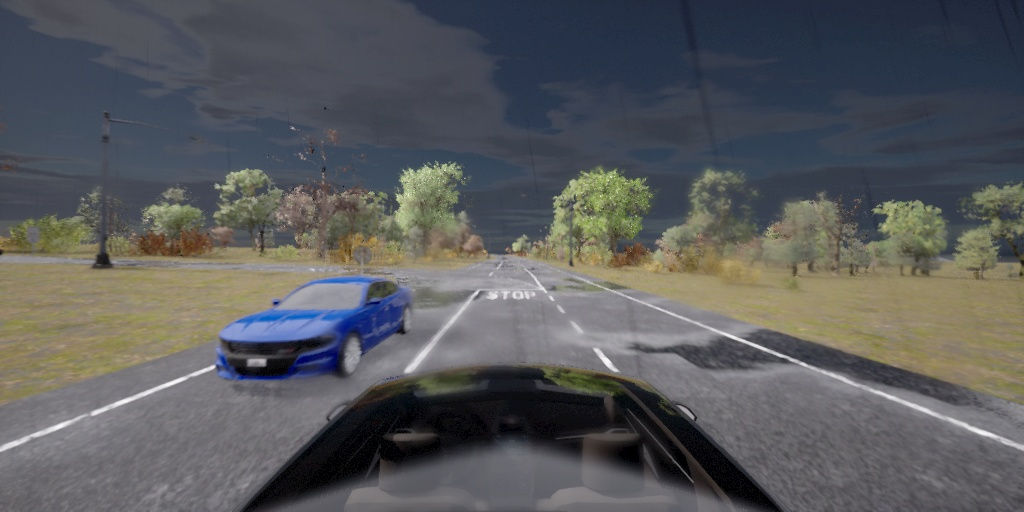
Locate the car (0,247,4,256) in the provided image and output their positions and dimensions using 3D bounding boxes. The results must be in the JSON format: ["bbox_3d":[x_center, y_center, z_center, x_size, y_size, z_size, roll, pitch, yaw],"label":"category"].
[{"bbox_3d":[-49.773,-0.684,32.896,4.181,1.385,1.994,2,0,0],"label":"car"}]

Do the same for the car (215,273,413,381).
[{"bbox_3d":[-3.508,1.177,7.430,1.882,1.535,5.008,0,1,0],"label":"car"}]
